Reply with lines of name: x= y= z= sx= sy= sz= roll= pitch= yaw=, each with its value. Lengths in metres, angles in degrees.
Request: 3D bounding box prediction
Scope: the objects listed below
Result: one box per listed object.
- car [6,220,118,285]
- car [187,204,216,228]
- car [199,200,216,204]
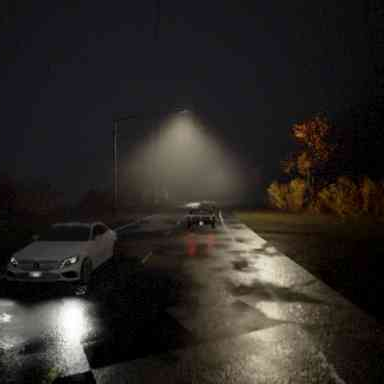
car: x=-3.468 y=1.594 z=9.811 sx=1.812 sy=1.442 sz=4.674 roll=0 pitch=0 yaw=1
car: x=0.705 y=1.764 z=23.748 sx=1.895 sy=1.301 sz=4.718 roll=0 pitch=0 yaw=3
car: x=1.887 y=1.767 z=41.552 sx=2.128 sy=1.511 sz=4.902 roll=0 pitch=0 yaw=5
